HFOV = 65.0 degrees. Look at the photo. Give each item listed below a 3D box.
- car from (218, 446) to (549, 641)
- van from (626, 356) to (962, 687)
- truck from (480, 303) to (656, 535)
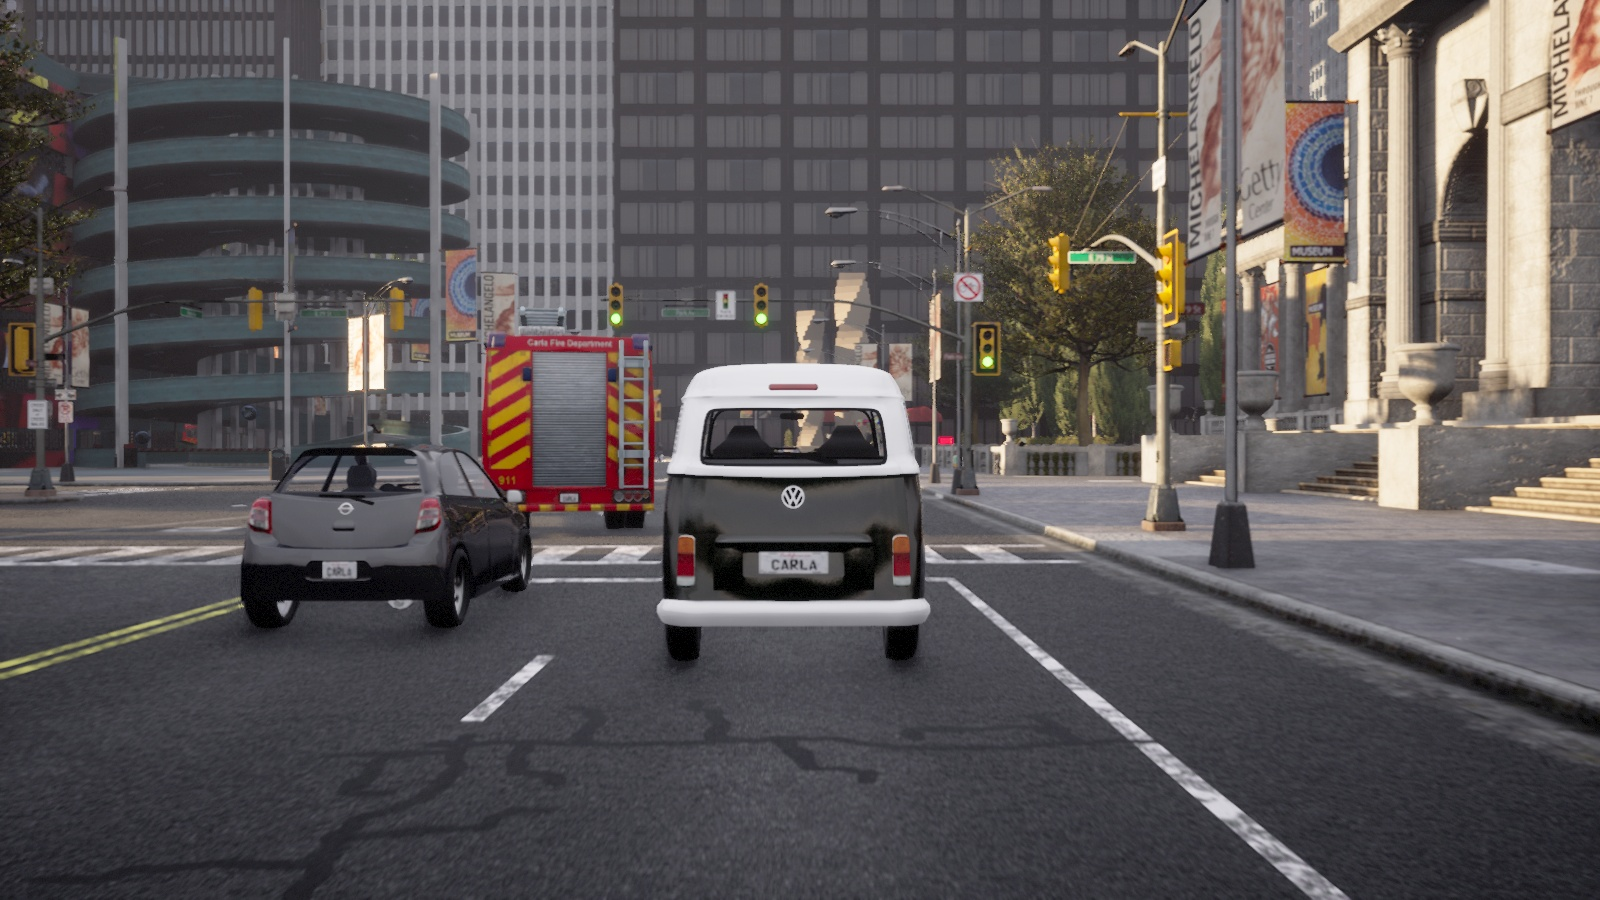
[{"bbox_3d":[-3.566,0.712,11.480,1.845,1.501,3.633,0,0,0],"label":"car"},{"bbox_3d":[-0.054,0.431,9.988,2.069,2.038,4.480,0,0,0],"label":"van"},{"bbox_3d":[-4.737,-0.522,25.173,2.891,3.827,8.468,0,0,-12],"label":"truck"}]
